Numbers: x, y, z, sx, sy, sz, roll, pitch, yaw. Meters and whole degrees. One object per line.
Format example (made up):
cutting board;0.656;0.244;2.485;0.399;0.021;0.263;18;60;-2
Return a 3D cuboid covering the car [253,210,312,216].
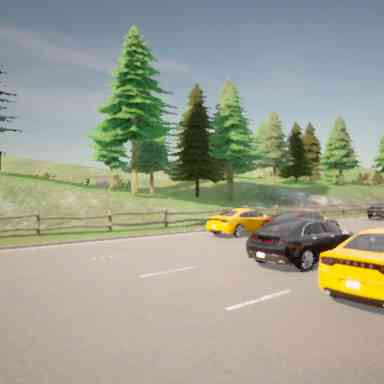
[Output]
car;5.696;1.675;17.119;5.008;1.535;1.882;0;-1;-38

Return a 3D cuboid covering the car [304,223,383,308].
car;4.908;1.553;7.617;5.008;1.535;1.882;0;-1;-38

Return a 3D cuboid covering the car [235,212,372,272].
car;3.971;1.636;11.367;4.892;1.490;1.837;0;-1;-37

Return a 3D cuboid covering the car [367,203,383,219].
car;18.397;1.802;31.506;4.902;1.511;2.128;0;-1;-38

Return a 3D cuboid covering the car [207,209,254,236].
car;3.149;1.724;19.568;5.008;1.535;1.882;0;-1;-38
